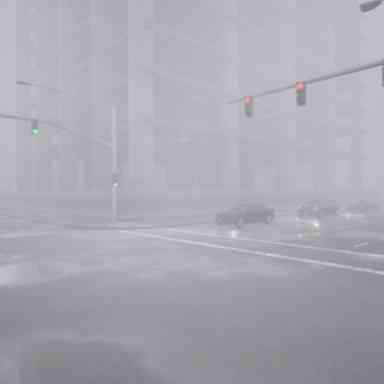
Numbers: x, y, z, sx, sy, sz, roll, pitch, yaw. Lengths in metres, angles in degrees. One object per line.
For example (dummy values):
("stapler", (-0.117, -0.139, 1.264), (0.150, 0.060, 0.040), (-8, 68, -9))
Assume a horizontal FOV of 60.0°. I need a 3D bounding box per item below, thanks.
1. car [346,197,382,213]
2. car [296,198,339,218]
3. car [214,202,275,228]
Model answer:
("car", (18.700, 1.546, 36.377), (4.718, 1.301, 1.895), (0, 0, -42))
("car", (11.240, 1.334, 29.632), (4.553, 1.767, 2.097), (0, 0, -42))
("car", (3.665, 1.496, 22.780), (5.008, 1.535, 1.882), (0, 0, -42))
